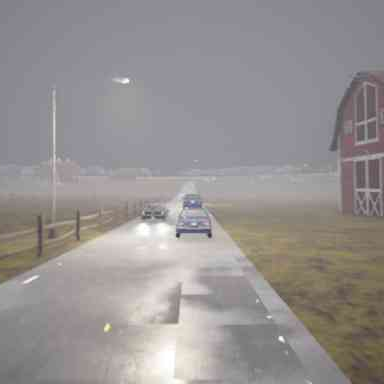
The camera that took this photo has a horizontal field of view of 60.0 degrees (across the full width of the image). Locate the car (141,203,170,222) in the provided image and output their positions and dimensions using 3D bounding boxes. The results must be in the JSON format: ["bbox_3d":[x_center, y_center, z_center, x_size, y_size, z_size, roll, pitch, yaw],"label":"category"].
[{"bbox_3d":[-2.855,1.583,26.504,1.895,1.301,4.718,0,0,0],"label":"car"}]

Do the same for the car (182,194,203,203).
[{"bbox_3d":[0.080,1.191,37.801,2.150,2.045,5.566,0,0,0],"label":"car"}]

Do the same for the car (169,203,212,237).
[{"bbox_3d":[0.095,1.537,17.992,2.033,1.411,5.357,0,0,0],"label":"car"}]
